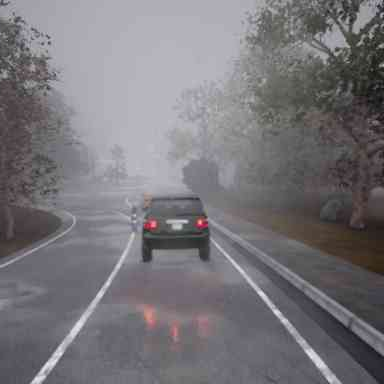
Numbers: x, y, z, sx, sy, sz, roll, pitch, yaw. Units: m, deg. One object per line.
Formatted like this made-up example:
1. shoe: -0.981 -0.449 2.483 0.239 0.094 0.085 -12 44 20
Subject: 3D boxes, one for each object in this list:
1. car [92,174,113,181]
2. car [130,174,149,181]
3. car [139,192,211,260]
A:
1. car: -20.950 -3.384 77.615 4.553 1.767 2.097 0 5 -1
2. car: -12.471 -3.404 78.554 5.008 1.535 1.882 2 5 27
3. car: -0.667 1.121 12.315 2.150 2.045 5.566 -1 0 -5
